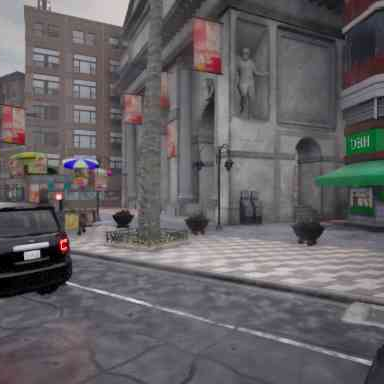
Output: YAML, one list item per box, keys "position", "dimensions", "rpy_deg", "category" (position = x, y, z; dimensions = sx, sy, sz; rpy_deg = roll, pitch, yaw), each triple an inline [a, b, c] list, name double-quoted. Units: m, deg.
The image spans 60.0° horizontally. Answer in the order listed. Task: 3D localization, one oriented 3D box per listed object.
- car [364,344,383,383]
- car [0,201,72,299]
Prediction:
- position: [3.595, 1.547, 1.316]
  dimensions: [5.357, 1.411, 2.033]
  rpy_deg: [0, 0, 37]
  category: "car"
- position: [-5.042, 1.221, 7.538]
  dimensions: [5.566, 2.045, 2.150]
  rpy_deg: [0, 0, 36]
  category: "car"
